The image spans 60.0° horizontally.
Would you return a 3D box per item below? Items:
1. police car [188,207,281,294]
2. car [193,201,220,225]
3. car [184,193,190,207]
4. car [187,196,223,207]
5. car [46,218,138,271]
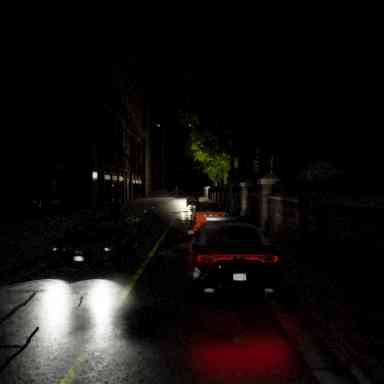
[{"bbox_3d":[0.920,1.420,8.947,1.930,1.638,5.238,0,0,0],"label":"police car"},{"bbox_3d":[0.958,1.468,24.837,1.837,1.490,4.892,0,0,0],"label":"car"},{"bbox_3d":[0.137,1.353,47.803,2.128,1.511,4.902,0,0,1],"label":"car"},{"bbox_3d":[0.943,1.329,18.807,2.097,1.767,4.553,0,0,0],"label":"car"},{"bbox_3d":[-2.974,1.556,10.710,1.994,1.385,4.181,0,0,0],"label":"car"}]
